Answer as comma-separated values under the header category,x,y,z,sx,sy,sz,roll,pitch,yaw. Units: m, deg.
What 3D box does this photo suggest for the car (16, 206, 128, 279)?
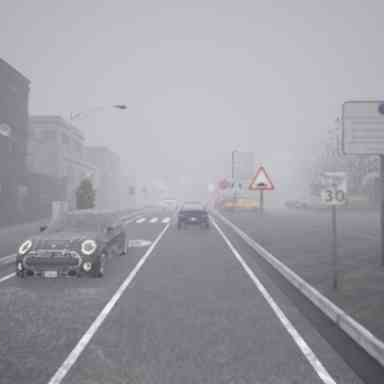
category,x,y,z,sx,sy,sz,roll,pitch,yaw
car,-3.350,1.358,10.135,2.097,1.767,4.553,0,0,0

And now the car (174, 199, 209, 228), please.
category,x,y,z,sx,sy,sz,roll,pitch,yaw
car,0.087,1.456,21.713,1.882,1.535,5.008,0,-1,0

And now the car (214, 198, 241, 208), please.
category,x,y,z,sx,sy,sz,roll,pitch,yaw
car,6.127,1.943,58.099,4.553,1.767,2.185,0,-2,-1

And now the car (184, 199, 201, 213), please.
category,x,y,z,sx,sy,sz,roll,pitch,yaw
car,0.069,1.636,39.575,1.837,1.490,4.892,0,-1,0

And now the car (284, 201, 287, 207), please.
category,x,y,z,sx,sy,sz,roll,pitch,yaw
car,18.362,1.758,56.089,5.566,2.045,2.435,0,-2,-1

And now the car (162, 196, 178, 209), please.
category,x,y,z,sx,sy,sz,roll,pitch,yaw
car,-3.389,1.661,52.278,2.150,2.045,5.566,0,-2,0

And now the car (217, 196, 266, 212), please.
category,x,y,z,sx,sy,sz,roll,pitch,yaw
car,6.091,1.613,40.001,5.366,1.575,1.946,0,-1,0

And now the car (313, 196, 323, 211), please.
category,x,y,z,sx,sy,sz,roll,pitch,yaw
car,18.711,1.655,42.248,5.366,1.575,1.946,0,-1,0

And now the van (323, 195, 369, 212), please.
category,x,y,z,sx,sy,sz,roll,pitch,yaw
van,18.431,1.383,39.456,4.442,1.987,1.878,0,-1,0

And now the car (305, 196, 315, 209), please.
category,x,y,z,sx,sy,sz,roll,pitch,yaw
car,18.690,1.709,44.909,5.366,1.575,1.946,0,-1,0

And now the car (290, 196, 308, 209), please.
category,x,y,z,sx,sy,sz,roll,pitch,yaw
car,18.430,1.596,50.629,5.566,2.045,2.435,0,-2,-1

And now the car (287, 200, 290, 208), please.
category,x,y,z,sx,sy,sz,roll,pitch,yaw
car,18.417,1.929,53.413,4.892,1.521,2.231,0,-2,-1

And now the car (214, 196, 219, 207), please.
category,x,y,z,sx,sy,sz,roll,pitch,yaw
car,6.199,1.636,52.152,5.566,2.045,2.435,0,-1,-1

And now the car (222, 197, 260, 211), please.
category,x,y,z,sx,sy,sz,roll,pitch,yaw
car,6.283,1.542,42.923,4.553,1.767,2.185,0,-1,0

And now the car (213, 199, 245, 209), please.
category,x,y,z,sx,sy,sz,roll,pitch,yaw
car,6.138,1.976,55.061,5.008,1.535,2.097,0,-2,-1
